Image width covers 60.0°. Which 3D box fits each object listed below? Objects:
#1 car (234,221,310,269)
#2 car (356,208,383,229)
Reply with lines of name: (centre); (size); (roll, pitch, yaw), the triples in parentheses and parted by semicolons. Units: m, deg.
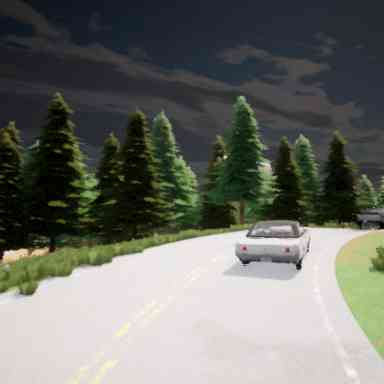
car: (2.977, 1.641, 11.461); (1.895, 1.301, 4.718); (-2, -1, 23)
car: (13.788, 1.937, 24.025); (4.902, 1.511, 2.128); (4, -6, -34)
